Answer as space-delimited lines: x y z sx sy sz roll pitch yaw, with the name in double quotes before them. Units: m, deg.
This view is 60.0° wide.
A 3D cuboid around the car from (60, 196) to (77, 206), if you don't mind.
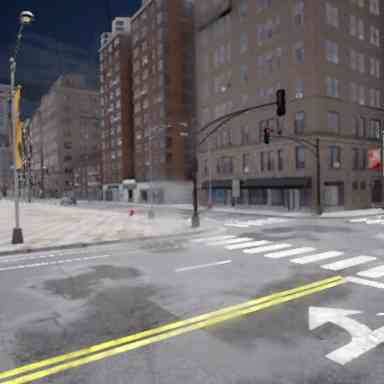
"car" -20.925 1.531 56.427 1.837 1.490 4.892 -2 1 -35
